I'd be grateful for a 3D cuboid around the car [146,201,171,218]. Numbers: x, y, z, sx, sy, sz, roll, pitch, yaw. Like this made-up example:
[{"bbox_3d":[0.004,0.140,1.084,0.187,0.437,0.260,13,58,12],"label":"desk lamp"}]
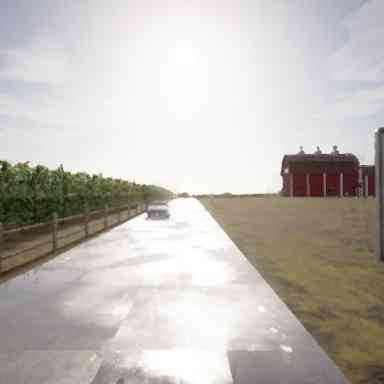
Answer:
[{"bbox_3d":[-2.921,1.501,30.243,2.033,1.411,5.357,0,0,0],"label":"car"}]
